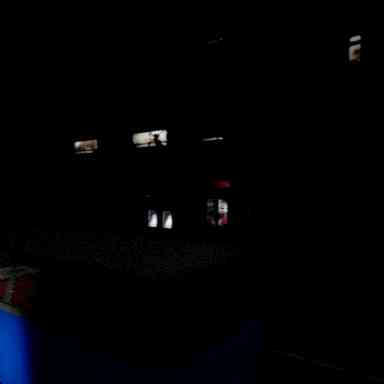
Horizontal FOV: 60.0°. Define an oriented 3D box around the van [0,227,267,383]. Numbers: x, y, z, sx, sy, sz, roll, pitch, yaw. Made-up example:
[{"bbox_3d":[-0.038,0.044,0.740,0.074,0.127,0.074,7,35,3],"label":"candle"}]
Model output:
[{"bbox_3d":[-1.193,1.367,3.708,3.998,1.788,1.690,-1,0,35],"label":"van"}]
